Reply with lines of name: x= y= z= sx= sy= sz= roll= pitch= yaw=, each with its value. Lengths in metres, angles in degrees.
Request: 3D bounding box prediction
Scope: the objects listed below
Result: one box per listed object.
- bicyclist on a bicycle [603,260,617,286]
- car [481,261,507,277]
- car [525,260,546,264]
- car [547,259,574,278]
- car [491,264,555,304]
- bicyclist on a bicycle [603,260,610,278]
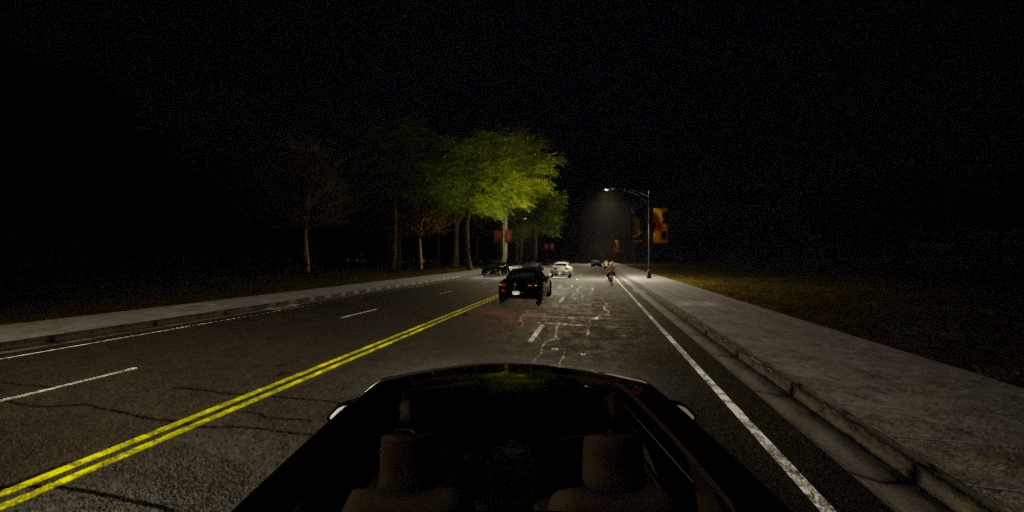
bicyclist on a bicycle: x=6.713 y=1.190 z=24.286 sx=0.866 sy=1.612 sz=1.509 roll=0 pitch=0 yaw=13
car: x=-1.648 y=1.259 z=35.918 sx=1.837 sy=1.490 sz=4.892 roll=0 pitch=0 yaw=13
car: x=2.050 y=1.320 z=37.485 sx=1.994 sy=1.385 sz=4.181 roll=0 pitch=0 yaw=13
car: x=4.747 y=1.281 z=33.831 sx=1.812 sy=1.442 sz=4.674 roll=0 pitch=0 yaw=13
car: x=0.681 y=1.277 z=16.244 sx=1.812 sy=1.442 sz=4.674 roll=0 pitch=0 yaw=13
bicyclist on a bicycle: x=8.938 y=1.208 z=34.013 sx=0.582 sy=1.620 sz=1.656 roll=0 pitch=0 yaw=13
